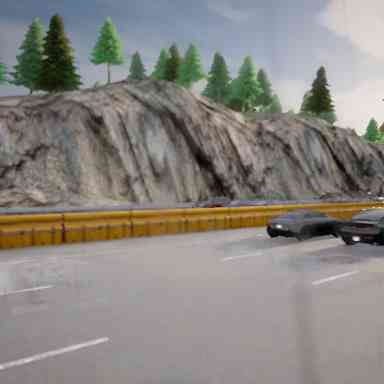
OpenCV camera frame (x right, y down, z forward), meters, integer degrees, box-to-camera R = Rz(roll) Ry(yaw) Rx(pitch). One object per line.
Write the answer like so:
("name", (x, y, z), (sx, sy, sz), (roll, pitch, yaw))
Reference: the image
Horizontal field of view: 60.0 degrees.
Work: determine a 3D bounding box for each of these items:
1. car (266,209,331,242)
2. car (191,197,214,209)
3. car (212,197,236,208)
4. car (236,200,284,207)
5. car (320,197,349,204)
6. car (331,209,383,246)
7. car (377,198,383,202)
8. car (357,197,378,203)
("car", (5.632, 1.542, 16.396), (4.181, 1.385, 1.994), (0, 0, -35))
("car", (2.143, 1.317, 35.674), (4.553, 1.767, 2.097), (0, 0, -35))
("car", (4.585, 1.489, 33.095), (4.674, 1.442, 1.812), (0, 0, -36))
("car", (6.548, 1.489, 30.195), (4.674, 1.442, 1.812), (0, 0, -36))
("car", (21.120, 1.475, 49.074), (5.357, 1.411, 2.033), (0, 0, -35))
("car", (8.139, 1.483, 13.883), (4.892, 1.490, 1.837), (-1, 0, -35))
("car", (27.653, 1.449, 45.269), (4.674, 1.442, 1.812), (0, 0, -35))
("car", (25.815, 1.413, 48.255), (4.902, 1.511, 2.128), (0, 0, -35))
